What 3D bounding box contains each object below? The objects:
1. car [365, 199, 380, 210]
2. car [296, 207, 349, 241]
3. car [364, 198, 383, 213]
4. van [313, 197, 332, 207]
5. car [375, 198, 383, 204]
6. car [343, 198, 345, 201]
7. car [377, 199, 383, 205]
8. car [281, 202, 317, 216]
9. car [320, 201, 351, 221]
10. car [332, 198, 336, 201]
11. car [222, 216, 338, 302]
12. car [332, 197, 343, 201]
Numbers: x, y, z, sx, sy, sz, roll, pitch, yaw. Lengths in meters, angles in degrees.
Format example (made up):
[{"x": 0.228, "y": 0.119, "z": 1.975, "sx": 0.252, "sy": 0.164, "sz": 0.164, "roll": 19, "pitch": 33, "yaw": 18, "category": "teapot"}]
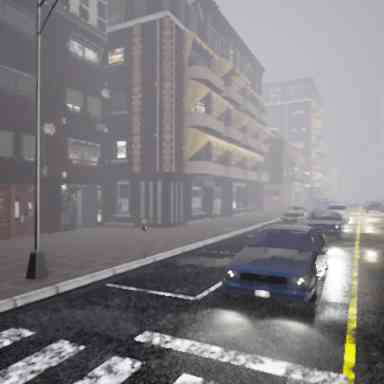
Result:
[{"x": 27.159, "y": 1.827, "z": 50.160, "sx": 1.882, "sy": 1.535, "sz": 5.008, "roll": 0, "pitch": 0, "yaw": 27, "category": "car"}, {"x": 7.077, "y": 1.719, "z": 17.734, "sx": 1.895, "sy": 1.301, "sz": 4.718, "roll": 0, "pitch": 0, "yaw": 27, "category": "car"}, {"x": 22.605, "y": 1.775, "z": 41.209, "sx": 2.128, "sy": 1.511, "sz": 4.902, "roll": 0, "pitch": 0, "yaw": 27, "category": "car"}, {"x": 15.526, "y": 1.614, "z": 40.062, "sx": 1.690, "sy": 1.788, "sz": 3.998, "roll": 0, "pitch": 0, "yaw": 27, "category": "van"}, {"x": 46.045, "y": 2.158, "z": 81.571, "sx": 1.947, "sy": 1.339, "sz": 4.313, "roll": 0, "pitch": 0, "yaw": 27, "category": "car"}, {"x": 28.332, "y": 2.024, "z": 65.233, "sx": 1.947, "sy": 1.339, "sz": 4.313, "roll": 0, "pitch": 0, "yaw": 27, "category": "car"}, {"x": 40.923, "y": 2.094, "z": 71.502, "sx": 1.802, "sy": 1.307, "sz": 4.206, "roll": 0, "pitch": 0, "yaw": 27, "category": "car"}, {"x": 7.843, "y": 1.718, "z": 24.958, "sx": 2.008, "sy": 1.369, "sz": 4.403, "roll": 0, "pitch": 0, "yaw": 27, "category": "car"}, {"x": 11.750, "y": 1.707, "z": 26.908, "sx": 1.812, "sy": 1.442, "sz": 4.674, "roll": 0, "pitch": 0, "yaw": 27, "category": "car"}, {"x": 18.087, "y": 1.891, "z": 45.095, "sx": 1.802, "sy": 1.307, "sz": 4.206, "roll": 0, "pitch": 0, "yaw": 27, "category": "car"}, {"x": 2.558, "y": 1.606, "z": 8.848, "sx": 2.033, "sy": 1.411, "sz": 5.357, "roll": 0, "pitch": 0, "yaw": 27, "category": "car"}, {"x": 23.210, "y": 1.698, "z": 55.166, "sx": 2.192, "sy": 1.841, "sz": 5.009, "roll": 0, "pitch": 0, "yaw": 27, "category": "car"}]
